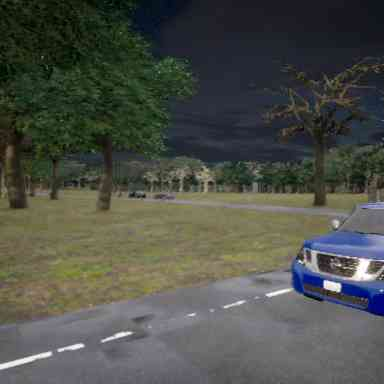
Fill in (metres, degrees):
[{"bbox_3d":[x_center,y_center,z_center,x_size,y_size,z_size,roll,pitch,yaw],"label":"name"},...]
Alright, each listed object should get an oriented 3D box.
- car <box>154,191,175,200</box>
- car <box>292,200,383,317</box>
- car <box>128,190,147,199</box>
[{"bbox_3d":[-4.758,0.608,57.063,2.128,1.511,4.902,2,-1,-35],"label":"car"},{"bbox_3d":[4.577,1.208,7.134,5.566,2.045,2.150,0,0,-35],"label":"car"},{"bbox_3d":[-10.755,0.421,65.376,2.097,1.767,4.553,2,-1,-36],"label":"car"}]
